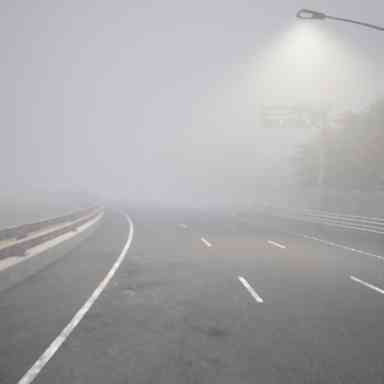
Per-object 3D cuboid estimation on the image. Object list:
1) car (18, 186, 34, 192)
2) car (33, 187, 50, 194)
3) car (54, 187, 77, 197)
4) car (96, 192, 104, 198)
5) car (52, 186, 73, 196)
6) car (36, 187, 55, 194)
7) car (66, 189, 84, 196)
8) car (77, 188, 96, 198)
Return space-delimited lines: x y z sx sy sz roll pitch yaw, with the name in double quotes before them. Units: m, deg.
"car" -41.622 -0.743 83.488 4.892 1.490 1.837 3 0 34
"car" -38.912 -0.361 85.819 4.181 1.385 1.994 3 0 34
"car" -26.641 0.324 69.973 1.895 1.301 4.718 3 0 -42
"car" -21.844 0.615 75.061 1.895 1.301 4.718 3 0 -45
"car" -30.891 -0.261 79.198 5.566 2.045 2.150 3 0 42
"car" -33.675 -0.172 76.995 5.008 1.535 1.882 3 0 42
"car" -28.952 0.114 82.151 5.008 1.535 1.882 3 0 42
"car" -23.623 0.132 71.875 2.150 2.045 5.566 3 0 -42
